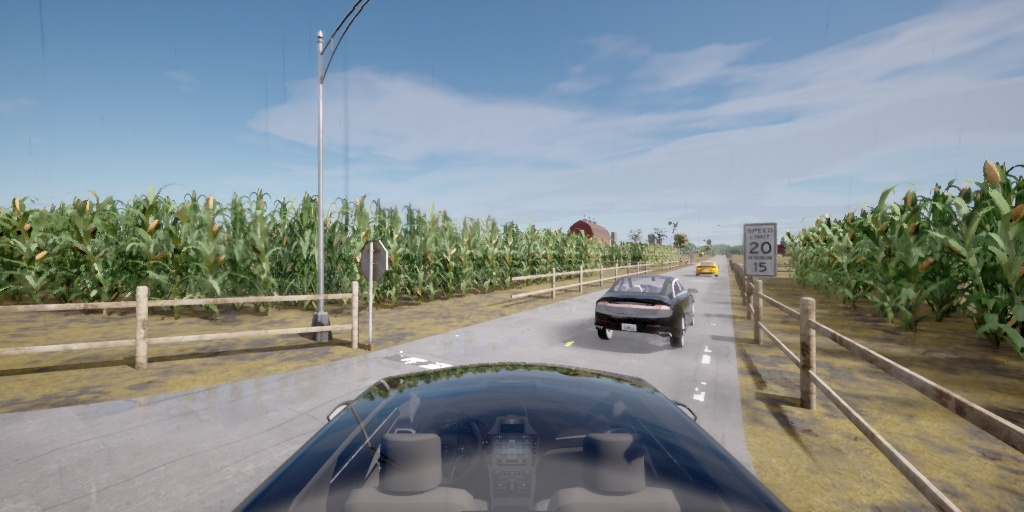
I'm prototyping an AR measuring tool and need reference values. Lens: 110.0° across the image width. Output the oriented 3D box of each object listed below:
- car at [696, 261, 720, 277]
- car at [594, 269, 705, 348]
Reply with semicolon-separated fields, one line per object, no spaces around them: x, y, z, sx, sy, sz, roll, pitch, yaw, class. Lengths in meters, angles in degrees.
19.732;1.244;36.181;1.882;1.535;5.008;0;0;31;car
3.638;1.244;9.410;2.128;1.511;4.902;0;0;31;car
